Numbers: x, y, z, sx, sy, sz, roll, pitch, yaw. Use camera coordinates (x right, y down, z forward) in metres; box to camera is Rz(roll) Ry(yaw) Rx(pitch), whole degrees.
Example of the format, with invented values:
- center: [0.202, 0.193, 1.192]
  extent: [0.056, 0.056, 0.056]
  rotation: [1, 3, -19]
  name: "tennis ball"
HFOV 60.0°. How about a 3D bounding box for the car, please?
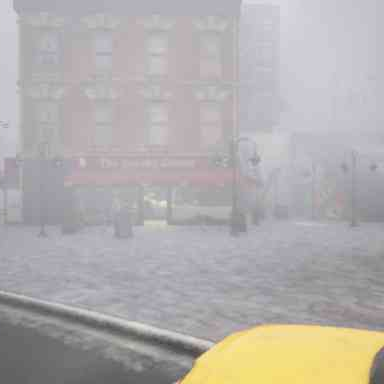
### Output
- center: [2.245, 1.443, 1.728]
  extent: [5.366, 1.575, 1.801]
  rotation: [0, 0, 36]
  name: "car"
